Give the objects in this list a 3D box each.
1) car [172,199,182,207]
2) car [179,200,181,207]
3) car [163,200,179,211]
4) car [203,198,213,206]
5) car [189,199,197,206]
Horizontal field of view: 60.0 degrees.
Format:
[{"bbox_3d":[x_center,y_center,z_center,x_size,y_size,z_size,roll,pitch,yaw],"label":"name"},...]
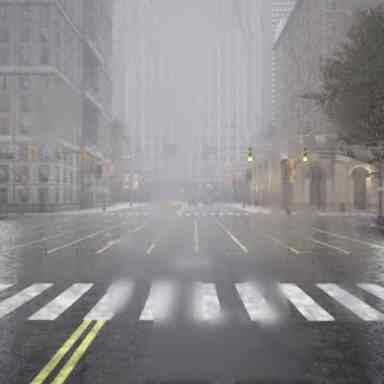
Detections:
[{"bbox_3d":[-3.329,2.398,73.035,1.882,1.535,5.008,0,-1,1],"label":"car"},{"bbox_3d":[-3.486,2.269,62.811,1.882,1.535,5.008,0,-1,1],"label":"car"},{"bbox_3d":[-3.566,2.152,53.502,1.882,1.535,5.008,0,-1,0],"label":"car"},{"bbox_3d":[3.709,2.243,76.484,2.097,1.767,4.553,0,-1,1],"label":"car"},{"bbox_3d":[0.210,2.414,76.548,2.128,1.511,4.902,0,-1,1],"label":"car"}]
